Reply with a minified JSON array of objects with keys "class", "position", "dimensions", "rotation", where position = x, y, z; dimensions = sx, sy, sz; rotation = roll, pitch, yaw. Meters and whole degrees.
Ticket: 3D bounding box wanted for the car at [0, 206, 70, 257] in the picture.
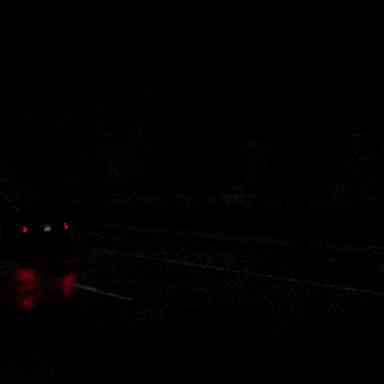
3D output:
[{"class":"car","position":[-6.898,1.347,13.164],"dimensions":[4.553,1.767,2.097],"rotation":[0,0,36]}]
